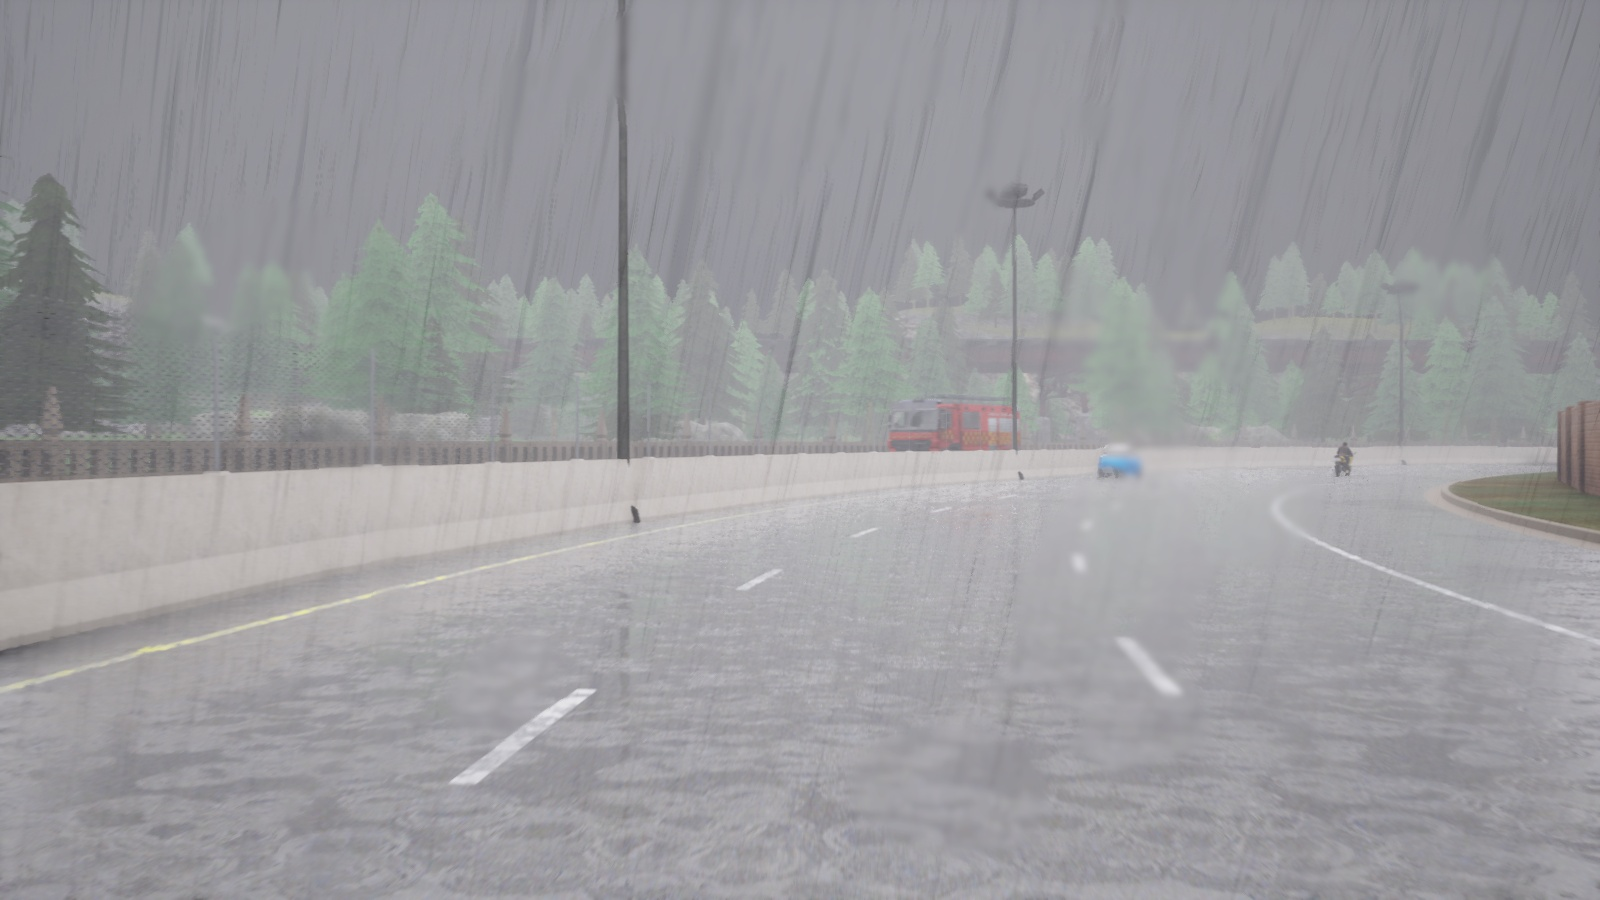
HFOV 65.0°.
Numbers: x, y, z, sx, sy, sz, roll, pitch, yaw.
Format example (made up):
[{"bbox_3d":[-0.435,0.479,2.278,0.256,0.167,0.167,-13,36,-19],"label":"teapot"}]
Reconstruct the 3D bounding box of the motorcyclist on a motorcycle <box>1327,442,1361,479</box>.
[{"bbox_3d":[23.424,0.452,54.046,0.797,1.523,2.044,3,2,39],"label":"motorcyclist on a motorcycle"}]

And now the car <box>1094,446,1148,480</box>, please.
[{"bbox_3d":[13.297,0.524,52.036,1.481,1.376,2.207,0,0,35],"label":"car"}]

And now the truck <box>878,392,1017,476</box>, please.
[{"bbox_3d":[7.435,-0.759,61.953,2.891,3.827,8.468,0,0,37],"label":"truck"}]
